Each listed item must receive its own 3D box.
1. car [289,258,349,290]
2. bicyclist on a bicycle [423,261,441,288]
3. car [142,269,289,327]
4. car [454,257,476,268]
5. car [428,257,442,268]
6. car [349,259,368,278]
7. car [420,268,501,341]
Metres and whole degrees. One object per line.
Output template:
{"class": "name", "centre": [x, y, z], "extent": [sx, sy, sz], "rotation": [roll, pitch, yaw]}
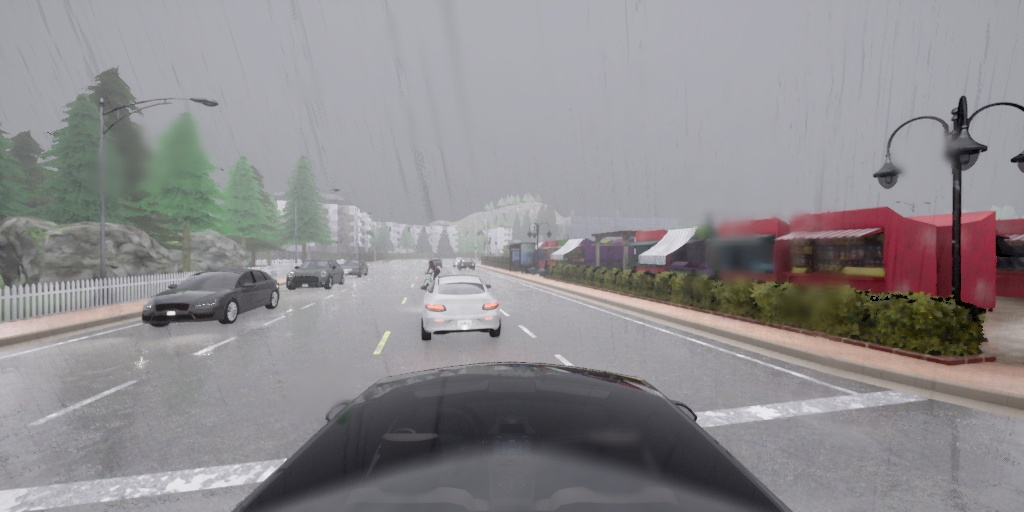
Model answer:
{"class": "car", "centre": [-11.392, 0.961, 21.061], "extent": [2.097, 1.767, 4.553], "rotation": [0, 0, -13]}
{"class": "bicyclist on a bicycle", "centre": [-4.310, 1.075, 19.597], "extent": [0.582, 1.620, 1.656], "rotation": [0, 1, 25]}
{"class": "car", "centre": [-9.188, 1.187, 11.461], "extent": [1.837, 1.490, 4.892], "rotation": [0, 0, -13]}
{"class": "car", "centre": [-5.625, 1.038, 43.736], "extent": [1.895, 1.301, 4.718], "rotation": [0, 0, -13]}
{"class": "car", "centre": [-10.858, 0.887, 50.796], "extent": [1.837, 1.490, 4.892], "rotation": [0, 0, -13]}
{"class": "car", "centre": [-13.591, 1.026, 30.683], "extent": [2.128, 1.511, 4.902], "rotation": [0, 0, -13]}
{"class": "car", "centre": [-1.476, 1.223, 9.748], "extent": [1.812, 1.442, 4.674], "rotation": [0, 0, -12]}
